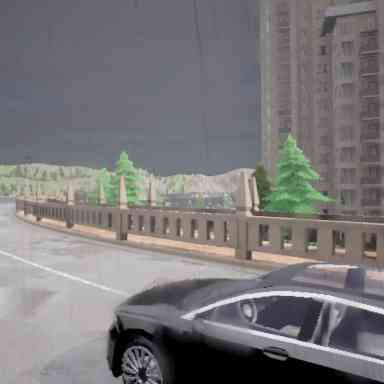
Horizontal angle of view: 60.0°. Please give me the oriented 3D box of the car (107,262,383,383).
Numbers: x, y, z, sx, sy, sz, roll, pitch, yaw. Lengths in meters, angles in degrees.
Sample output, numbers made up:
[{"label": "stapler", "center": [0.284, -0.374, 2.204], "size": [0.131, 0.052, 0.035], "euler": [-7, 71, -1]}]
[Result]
[{"label": "car", "center": [1.206, 1.492, 3.263], "size": [4.902, 1.511, 2.128], "euler": [0, 0, 37]}]
